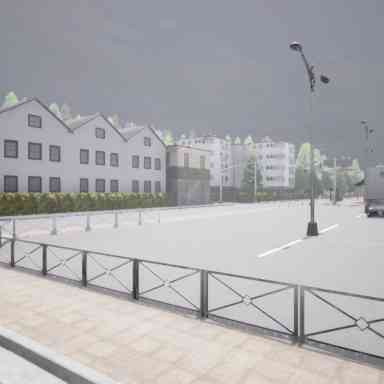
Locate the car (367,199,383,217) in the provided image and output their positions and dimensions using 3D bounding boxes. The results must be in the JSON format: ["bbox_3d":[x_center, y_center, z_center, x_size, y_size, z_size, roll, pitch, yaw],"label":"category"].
[{"bbox_3d":[15.406,1.298,26.817,2.007,1.523,4.514,0,0,35],"label":"car"}]
